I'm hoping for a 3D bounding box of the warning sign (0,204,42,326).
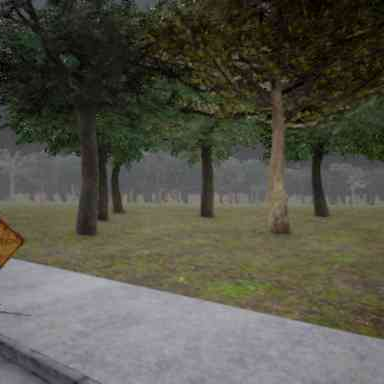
[{"bbox_3d":[-3.389,1.151,5.478,1.060,1.860,1.300,-1,0,35],"label":"warning sign"}]
